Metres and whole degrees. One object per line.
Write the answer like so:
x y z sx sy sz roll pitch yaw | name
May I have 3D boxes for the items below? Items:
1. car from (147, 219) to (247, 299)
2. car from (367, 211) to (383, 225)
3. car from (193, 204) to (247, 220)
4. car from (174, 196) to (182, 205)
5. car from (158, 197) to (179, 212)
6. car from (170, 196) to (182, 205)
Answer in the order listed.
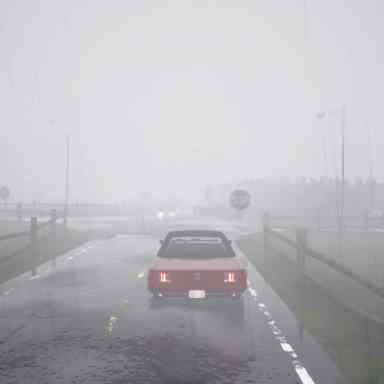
0.094 1.602 8.376 1.895 1.301 4.718 0 0 0 | car
16.060 1.777 25.765 4.553 1.767 2.097 1 -1 0 | car
2.320 1.665 29.091 4.718 1.301 1.895 3 2 41 | car
-2.886 1.577 49.578 2.033 1.411 5.357 0 0 0 | car
-2.888 1.582 39.326 1.994 1.385 4.181 0 0 -1 | car
-2.878 1.520 60.041 1.882 1.535 5.008 0 0 1 | car
